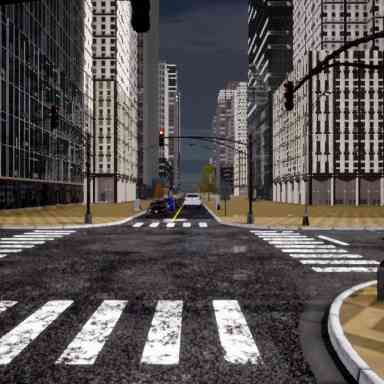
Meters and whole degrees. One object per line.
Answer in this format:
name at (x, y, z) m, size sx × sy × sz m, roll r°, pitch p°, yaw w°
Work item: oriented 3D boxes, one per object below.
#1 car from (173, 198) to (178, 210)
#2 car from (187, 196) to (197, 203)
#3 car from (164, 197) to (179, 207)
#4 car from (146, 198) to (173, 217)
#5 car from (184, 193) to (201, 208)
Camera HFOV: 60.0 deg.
car at (-3.128, 1.475, 40.712) m, size 1.882 × 1.535 × 5.008 m, roll 0°, pitch 0°, yaw 0°
car at (0.042, 1.539, 69.685) m, size 2.033 × 1.411 × 5.357 m, roll 0°, pitch 0°, yaw 0°
car at (-3.132, 1.560, 50.589) m, size 1.994 × 1.385 × 4.181 m, roll 0°, pitch 0°, yaw 0°
car at (-3.124, 1.504, 31.189) m, size 1.837 × 1.490 × 4.892 m, roll 0°, pitch 0°, yaw 0°
car at (0.058, 1.215, 47.989) m, size 2.150 × 2.045 × 5.566 m, roll 0°, pitch 0°, yaw 0°
